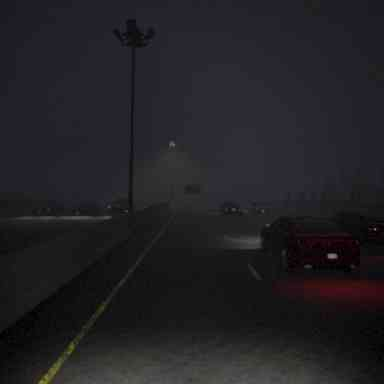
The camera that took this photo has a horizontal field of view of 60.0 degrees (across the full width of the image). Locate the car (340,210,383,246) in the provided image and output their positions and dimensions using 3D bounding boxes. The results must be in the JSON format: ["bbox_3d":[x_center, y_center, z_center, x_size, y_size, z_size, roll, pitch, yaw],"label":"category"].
[{"bbox_3d":[7.101,1.525,14.352,1.837,1.490,4.892,0,0,0],"label":"car"}]

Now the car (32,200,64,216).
[{"bbox_3d":[-14.094,1.551,33.188,1.837,1.490,4.892,0,0,0],"label":"car"}]

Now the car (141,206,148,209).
[{"bbox_3d":[-10.498,4.037,75.844,1.837,1.490,4.892,0,-6,0],"label":"car"}]

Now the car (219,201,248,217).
[{"bbox_3d":[3.601,1.591,31.391,2.033,1.411,5.357,0,0,0],"label":"car"}]

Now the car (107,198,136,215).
[{"bbox_3d":[-7.094,1.399,33.753,2.097,1.767,4.553,0,0,0],"label":"car"}]

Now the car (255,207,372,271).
[{"bbox_3d":[3.601,1.492,11.001,1.882,1.535,5.008,0,0,0],"label":"car"}]

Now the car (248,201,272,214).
[{"bbox_3d":[7.101,1.650,35.410,1.895,1.301,4.718,0,0,0],"label":"car"}]

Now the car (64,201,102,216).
[{"bbox_3d":[-10.598,1.593,33.417,2.033,1.411,5.357,0,0,0],"label":"car"}]

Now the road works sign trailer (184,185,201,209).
[{"bbox_3d":[0.097,0.717,48.427,2.380,3.560,2.880,0,-2,3],"label":"road works sign trailer"}]
